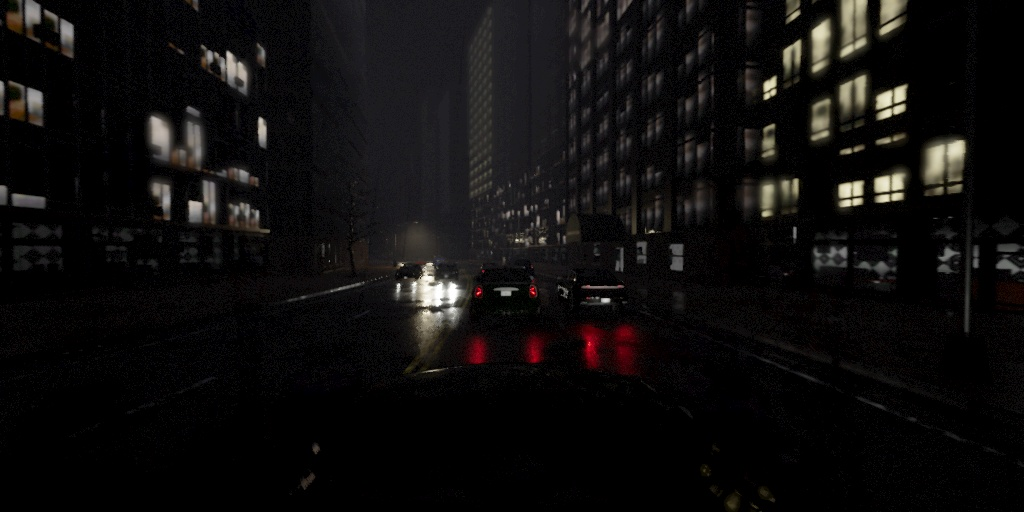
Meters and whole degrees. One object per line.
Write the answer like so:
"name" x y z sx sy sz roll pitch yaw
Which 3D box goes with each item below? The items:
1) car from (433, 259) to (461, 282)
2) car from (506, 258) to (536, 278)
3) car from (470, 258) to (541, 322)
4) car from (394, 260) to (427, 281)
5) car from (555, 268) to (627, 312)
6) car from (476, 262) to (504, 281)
"car" -5.201 1.234 28.994 2.128 1.511 4.902 0 0 -8
"car" 0.768 1.060 34.585 2.097 1.767 4.553 0 0 -8
"car" -0.273 1.093 12.414 2.097 1.767 4.553 0 0 -3
"car" -8.667 1.302 30.608 2.033 1.411 5.357 0 0 -8
"car" 2.897 1.221 14.016 2.128 1.511 4.902 0 0 -3
"car" -1.979 1.273 31.115 2.033 1.411 5.357 0 0 -8
